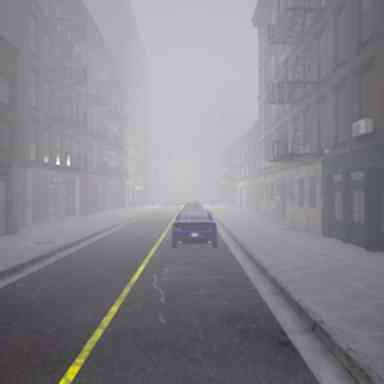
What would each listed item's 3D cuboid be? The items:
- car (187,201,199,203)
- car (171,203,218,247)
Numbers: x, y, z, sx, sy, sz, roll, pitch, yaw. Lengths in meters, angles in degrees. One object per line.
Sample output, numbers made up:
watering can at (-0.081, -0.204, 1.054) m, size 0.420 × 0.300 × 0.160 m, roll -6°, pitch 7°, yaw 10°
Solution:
car at (0.110, 1.607, 33.471) m, size 1.994 × 1.385 × 4.181 m, roll 0°, pitch 0°, yaw 0°
car at (0.104, 1.498, 15.236) m, size 1.882 × 1.535 × 5.008 m, roll 0°, pitch 0°, yaw 0°
